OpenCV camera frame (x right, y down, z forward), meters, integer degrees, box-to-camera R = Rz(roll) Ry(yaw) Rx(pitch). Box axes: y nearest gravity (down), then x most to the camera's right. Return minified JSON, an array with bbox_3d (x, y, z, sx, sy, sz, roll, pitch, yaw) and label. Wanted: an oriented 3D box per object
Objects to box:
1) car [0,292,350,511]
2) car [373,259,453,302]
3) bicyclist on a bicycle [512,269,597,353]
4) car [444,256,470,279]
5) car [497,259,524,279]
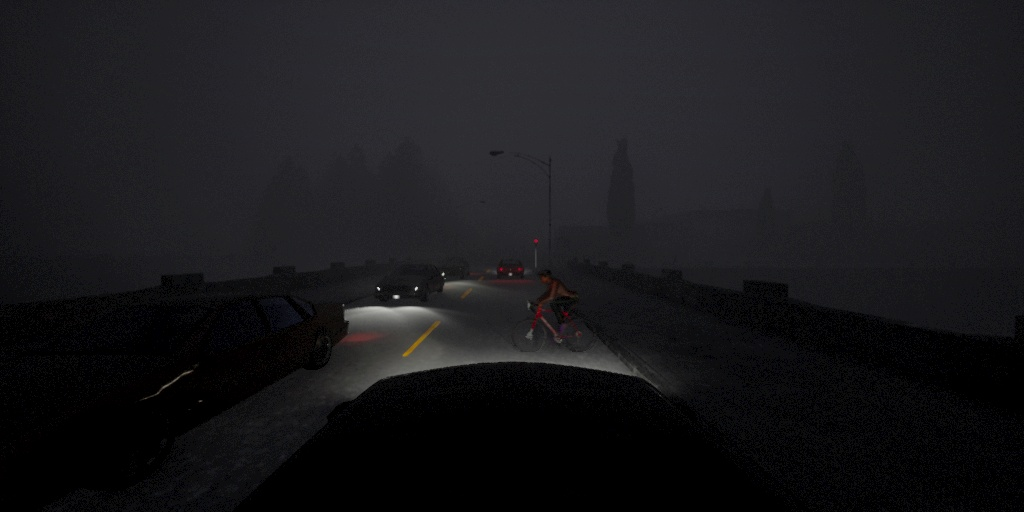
[{"bbox_3d":[-4.112,1.236,4.767,2.033,1.411,5.357,0,1,0],"label":"car"},{"bbox_3d":[-4.160,1.036,15.536,2.033,1.411,5.357,0,1,0],"label":"car"},{"bbox_3d":[0.814,1.079,6.928,1.656,1.620,0.582,-1,1,0],"label":"bicyclist on a bicycle"},{"bbox_3d":[-4.186,0.773,26.005,1.882,1.535,5.008,0,1,0],"label":"car"},{"bbox_3d":[-0.110,0.898,26.155,1.895,1.301,4.718,0,1,0],"label":"car"}]
